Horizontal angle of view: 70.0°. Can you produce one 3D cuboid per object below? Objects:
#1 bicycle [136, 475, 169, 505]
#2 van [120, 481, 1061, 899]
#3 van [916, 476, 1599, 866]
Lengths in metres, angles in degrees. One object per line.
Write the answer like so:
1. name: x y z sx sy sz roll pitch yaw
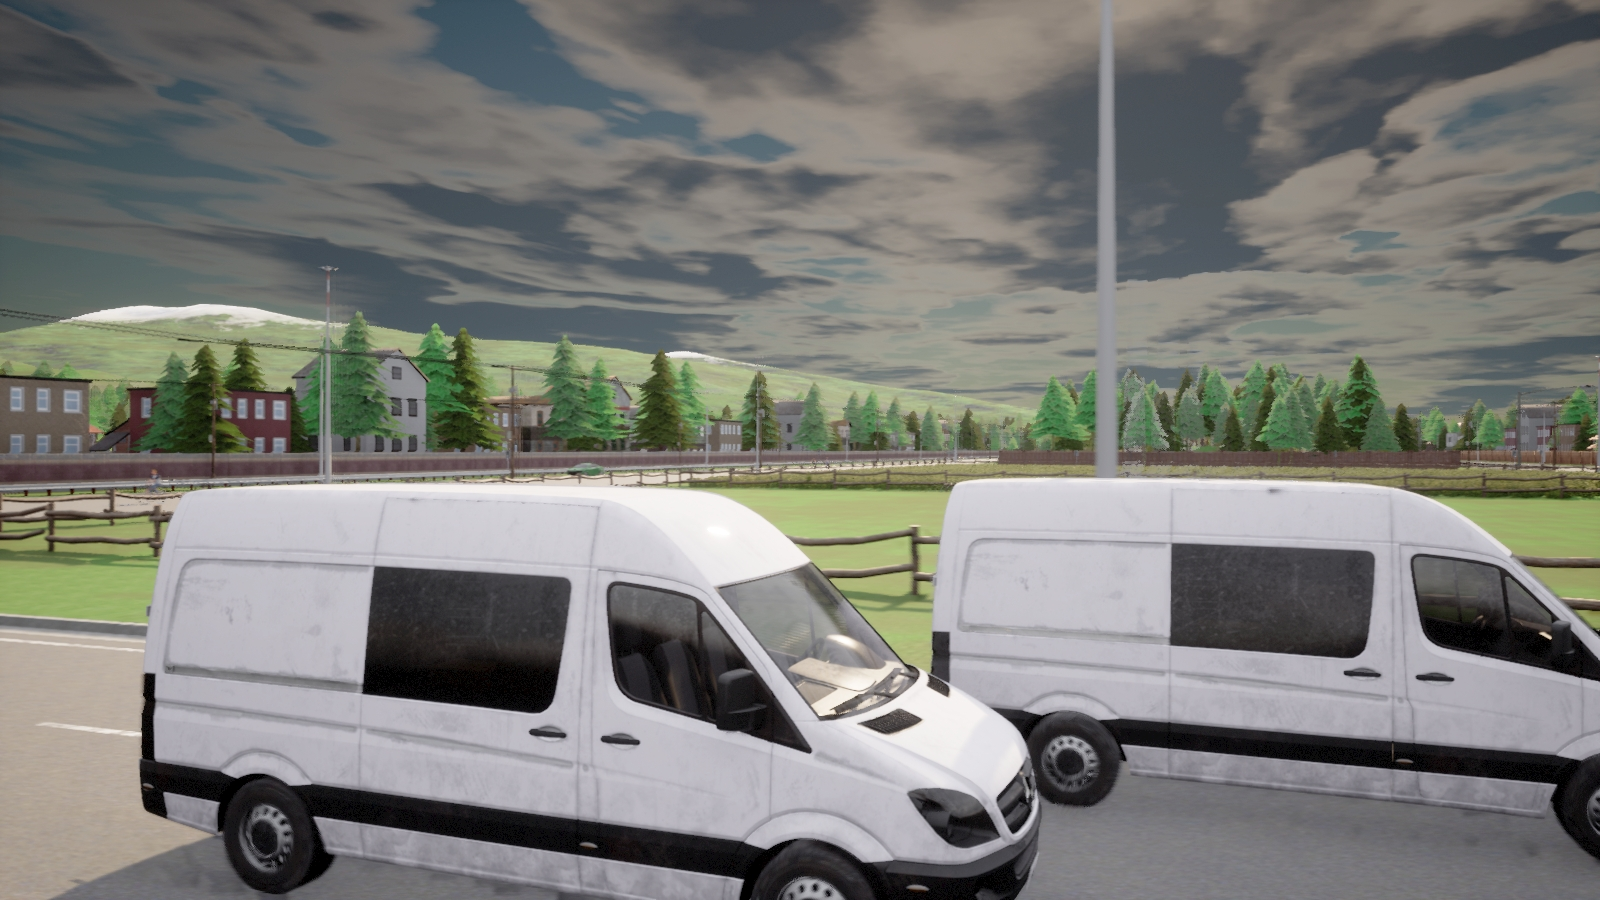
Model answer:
1. bicycle: -33.246 2.055 58.660 0.373 1.496 1.643 0 0 20
2. van: -1.415 1.534 7.545 5.915 2.561 1.988 0 0 20
3. van: 4.072 1.534 9.275 5.915 2.561 1.988 0 0 20
